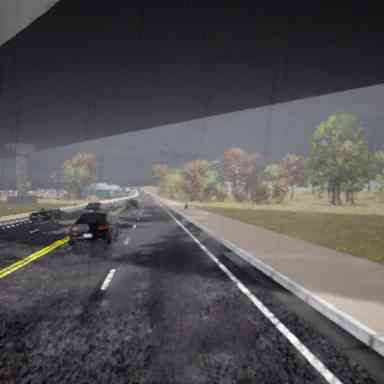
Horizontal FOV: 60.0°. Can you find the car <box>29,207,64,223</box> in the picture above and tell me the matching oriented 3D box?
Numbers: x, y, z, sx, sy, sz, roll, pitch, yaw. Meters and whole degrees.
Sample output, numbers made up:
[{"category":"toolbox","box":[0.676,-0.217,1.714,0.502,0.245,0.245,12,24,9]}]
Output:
[{"category":"car","box":[-13.186,2.025,30.402,1.895,1.301,4.718,-1,0,-7]}]

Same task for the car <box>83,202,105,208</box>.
[{"category":"car","box":[-10.666,1.886,36.455,1.837,1.490,4.892,-1,-1,-7]}]

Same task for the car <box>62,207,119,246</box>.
[{"category":"car","box":[-4.687,1.692,16.333,1.812,1.442,4.674,-1,0,-7]}]

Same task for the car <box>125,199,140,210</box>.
[{"category":"car","box":[-8.930,1.881,49.917,1.837,1.490,4.892,-1,0,-7]}]
